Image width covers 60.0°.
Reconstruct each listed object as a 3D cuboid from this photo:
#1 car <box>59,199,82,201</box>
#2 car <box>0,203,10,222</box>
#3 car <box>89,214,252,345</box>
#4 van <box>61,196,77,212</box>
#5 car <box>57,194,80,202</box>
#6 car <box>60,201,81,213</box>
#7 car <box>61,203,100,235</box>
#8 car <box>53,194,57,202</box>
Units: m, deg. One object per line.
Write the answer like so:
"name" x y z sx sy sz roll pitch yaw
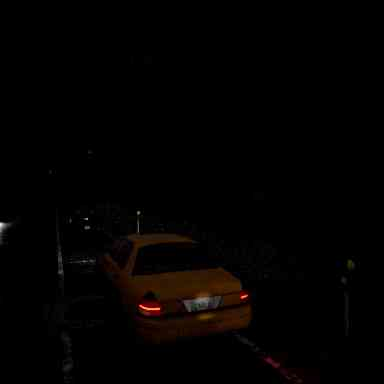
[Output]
"car" -10.292 1.567 28.935 1.947 1.339 4.313 0 0 -22
"car" -15.711 1.549 26.461 2.033 1.411 5.357 0 0 -22
"car" -0.837 1.457 6.770 1.801 1.575 5.366 0 0 -22
"van" -14.503 1.343 39.148 1.690 1.788 3.998 0 0 -22
"car" -12.397 1.317 34.042 2.192 1.841 5.009 0 0 -22
"car" -8.186 1.552 23.828 2.008 1.369 4.403 0 0 -22
"car" -6.080 1.552 18.722 2.008 1.369 4.403 0 0 -22
"car" -31.499 1.471 79.615 1.967 1.590 4.097 0 0 -24
